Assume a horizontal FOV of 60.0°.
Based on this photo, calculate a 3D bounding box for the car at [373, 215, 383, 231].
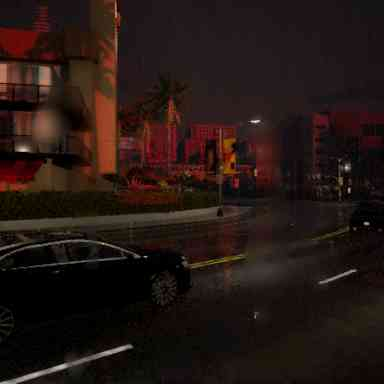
[{"bbox_3d":[7.540,1.490,10.190,2.128,1.511,4.902,0,0,44],"label":"car"}]

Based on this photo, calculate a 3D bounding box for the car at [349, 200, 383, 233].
[{"bbox_3d":[10.344,1.470,18.907,1.882,1.535,5.008,0,0,36],"label":"car"}]

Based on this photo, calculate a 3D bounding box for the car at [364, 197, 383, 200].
[{"bbox_3d":[21.483,1.531,39.910,2.033,1.411,5.357,0,0,4],"label":"car"}]

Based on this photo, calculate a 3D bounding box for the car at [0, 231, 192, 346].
[{"bbox_3d":[-2.247,1.488,6.210,4.902,1.511,2.128,0,0,-37],"label":"car"}]
